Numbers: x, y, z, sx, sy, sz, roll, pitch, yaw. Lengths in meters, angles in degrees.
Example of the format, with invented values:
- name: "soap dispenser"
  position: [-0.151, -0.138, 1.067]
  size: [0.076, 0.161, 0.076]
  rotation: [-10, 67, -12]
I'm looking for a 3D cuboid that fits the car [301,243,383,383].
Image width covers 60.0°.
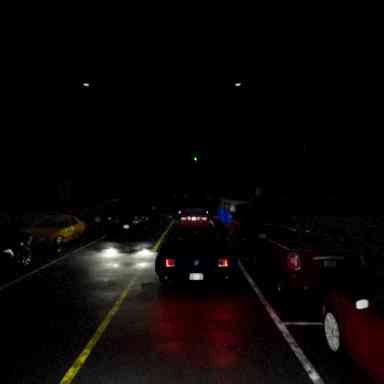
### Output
- name: "car"
  position: [2.762, 1.554, 3.166]
  size: [1.887, 1.381, 4.507]
  rotation: [0, 0, 0]

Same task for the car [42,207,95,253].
- name: "car"
  position: [-5.759, 1.565, 13.875]
  size: [1.752, 1.417, 4.829]
  rotation: [0, 0, 0]

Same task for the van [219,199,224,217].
- name: "van"
  position: [2.768, 1.397, 19.479]
  size: [1.690, 1.788, 3.998]
  rotation: [0, 0, 0]

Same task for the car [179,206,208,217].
- name: "car"
  position: [0.108, 1.611, 21.894]
  size: [2.033, 1.411, 5.357]
  rotation: [0, 0, 0]

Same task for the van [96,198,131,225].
- name: "van"
  position: [-5.755, 1.413, 24.920]
  size: [1.690, 1.788, 3.998]
  rotation: [0, 0, 0]

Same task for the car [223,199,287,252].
- name: "car"
  position: [2.766, 1.355, 14.042]
  size: [2.192, 1.841, 5.009]
  rotation: [0, 0, 0]

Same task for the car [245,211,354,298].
- name: "car"
  position: [2.764, 1.465, 8.604]
  size: [1.967, 1.590, 4.097]
  rotation: [0, 0, 0]

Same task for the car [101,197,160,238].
- name: "car"
  position: [-3.035, 1.275, 18.249]
  size: [2.150, 2.045, 5.566]
  rotation: [0, 0, 1]

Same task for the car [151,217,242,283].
- name: "car"
  position: [0.103, 1.629, 9.726]
  size: [1.895, 1.301, 4.718]
  rotation: [0, 0, 0]

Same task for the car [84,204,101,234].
- name: "car"
  position: [-5.757, 1.496, 19.482]
  size: [1.967, 1.590, 4.097]
  rotation: [0, 0, 0]

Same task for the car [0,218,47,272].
- name: "car"
  position: [-5.761, 1.590, 8.607]
  size: [1.947, 1.339, 4.313]
  rotation: [0, 0, 0]

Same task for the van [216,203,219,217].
- name: "van"
  position: [2.770, 1.413, 24.917]
  size: [1.690, 1.788, 3.998]
  rotation: [0, 0, 0]
